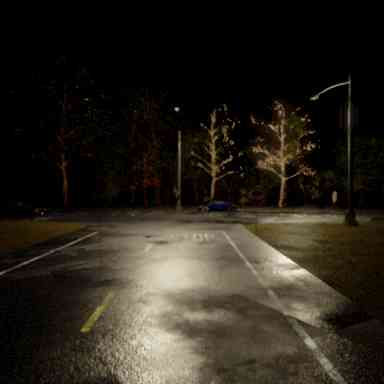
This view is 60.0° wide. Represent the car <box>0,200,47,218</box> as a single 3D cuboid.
[{"bbox_3d":[-15.519,1.428,28.669,5.357,1.411,2.033,0,0,1],"label":"car"}]

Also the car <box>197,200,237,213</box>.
[{"bbox_3d":[2.657,1.569,35.521,4.181,1.385,1.994,0,0,0],"label":"car"}]
